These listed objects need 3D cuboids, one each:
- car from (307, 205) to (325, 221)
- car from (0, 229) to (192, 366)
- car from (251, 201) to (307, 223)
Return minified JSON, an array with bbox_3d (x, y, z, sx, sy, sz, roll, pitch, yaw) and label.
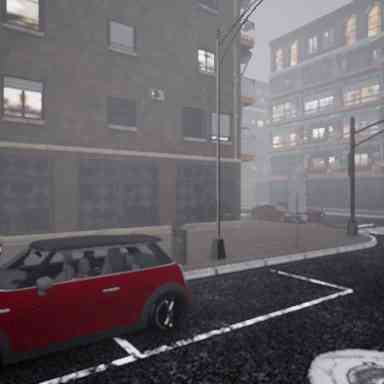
[{"bbox_3d":[8.495,1.500,27.426,1.882,1.535,5.008,0,1,-35],"label":"car"},{"bbox_3d":[-2.084,1.448,5.132,4.097,1.590,1.967,0,-1,-35],"label":"car"},{"bbox_3d":[6.408,1.608,25.905,1.802,1.307,4.206,1,0,-35],"label":"car"}]
